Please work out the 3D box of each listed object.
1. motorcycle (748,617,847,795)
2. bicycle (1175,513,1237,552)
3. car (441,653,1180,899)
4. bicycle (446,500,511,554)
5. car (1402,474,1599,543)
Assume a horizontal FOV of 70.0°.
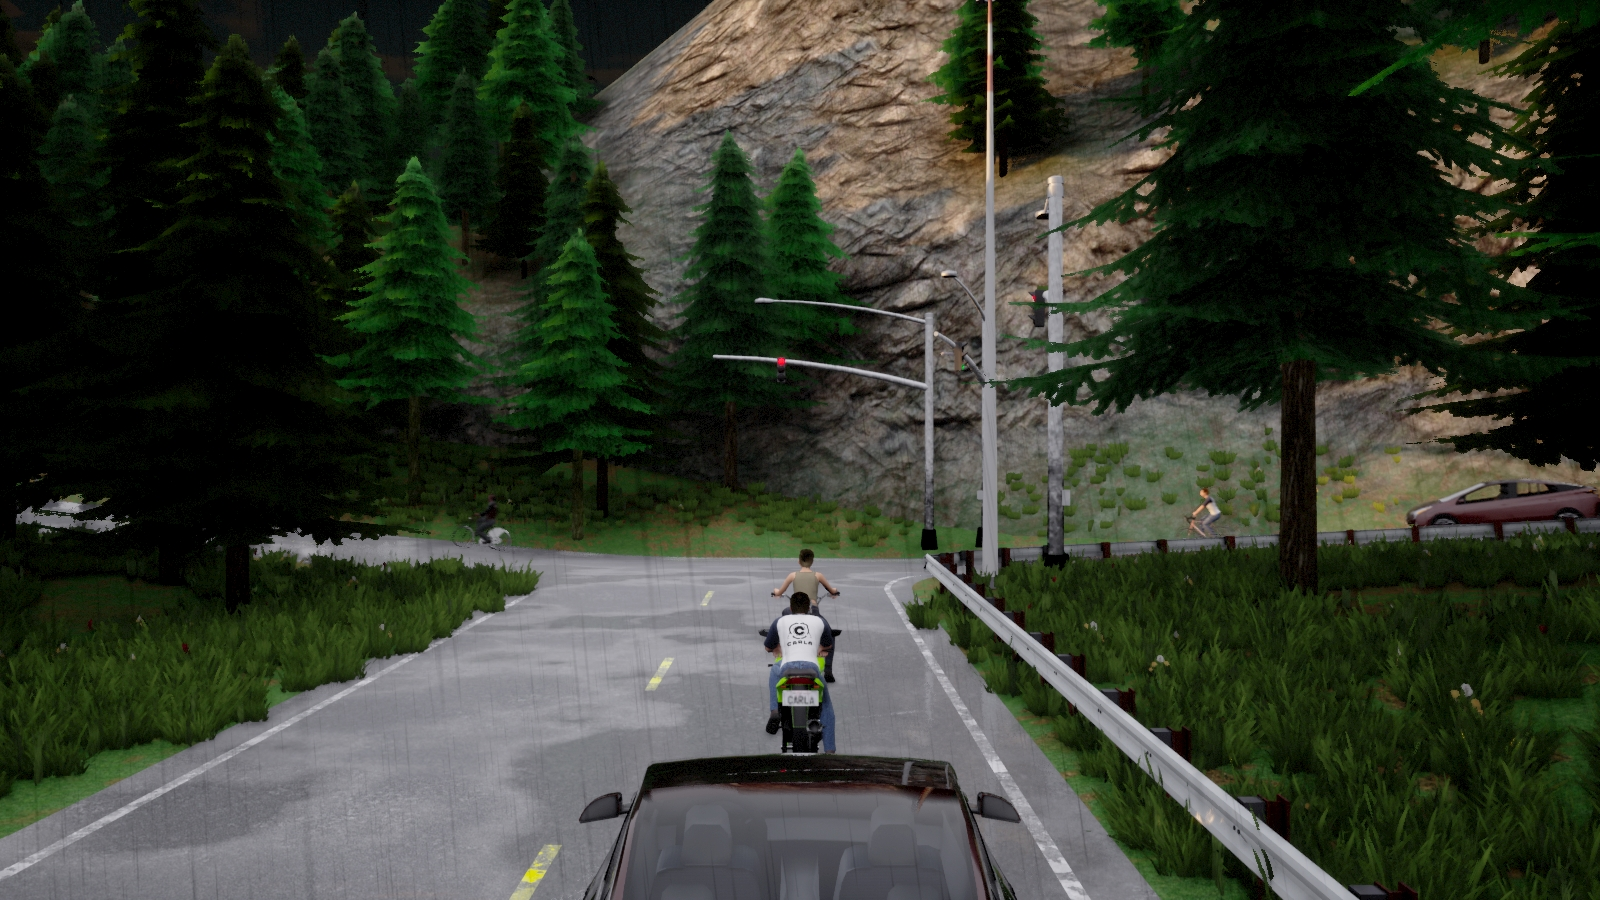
[{"bbox_3d":[-0.020,2.213,10.238,0.803,1.145,2.033,0,0,0],"label":"motorcycle"},{"bbox_3d":[11.944,2.420,33.619,1.643,1.024,0.373,-5,-2,20],"label":"bicycle"},{"bbox_3d":[0.029,2.063,5.012,2.163,1.488,4.792,0,0,0],"label":"car"},{"bbox_3d":[-9.912,2.369,35.250,1.835,1.471,0.329,4,1,5],"label":"bicycle"},{"bbox_3d":[18.961,1.578,30.874,4.514,1.525,2.007,-5,-2,24],"label":"car"}]
